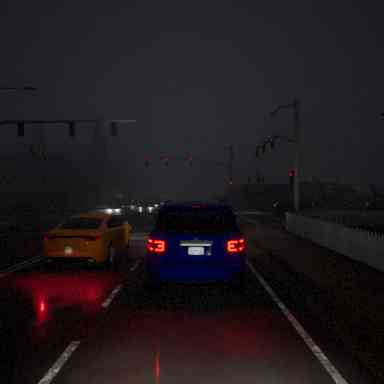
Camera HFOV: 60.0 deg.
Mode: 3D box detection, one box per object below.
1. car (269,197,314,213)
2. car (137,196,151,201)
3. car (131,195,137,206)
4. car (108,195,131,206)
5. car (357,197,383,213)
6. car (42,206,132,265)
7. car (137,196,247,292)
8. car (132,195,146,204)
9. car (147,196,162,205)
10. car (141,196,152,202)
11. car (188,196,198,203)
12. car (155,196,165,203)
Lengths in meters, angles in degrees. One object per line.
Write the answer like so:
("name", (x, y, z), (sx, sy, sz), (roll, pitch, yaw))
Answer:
("car", (10.746, 1.352, 36.100), (4.553, 1.767, 2.097), (0, 0, -1))
("car", (-6.938, 1.526, 51.636), (1.812, 1.442, 4.674), (0, 0, 0))
("car", (-10.428, 1.352, 56.165), (2.097, 1.767, 4.553), (0, 0, 0))
("car", (-10.463, 1.491, 47.037), (2.128, 1.511, 4.902), (0, 0, 0))
("car", (20.529, 1.352, 36.316), (4.553, 1.767, 2.097), (0, 0, -1))
("car", (-3.392, 1.478, 11.674), (1.882, 1.535, 5.008), (0, 0, 0))
("car", (0.087, 1.221, 9.050), (2.150, 2.045, 5.566), (0, 0, 0))
("car", (-10.350, 1.477, 65.378), (1.882, 1.535, 5.008), (0, 0, 1))
("car", (-6.898, 1.547, 61.225), (2.033, 1.411, 5.357), (0, 0, 1))
("car", (-10.292, 1.595, 75.302), (1.895, 1.301, 4.718), (0, 0, 0))
("car", (0.211, 1.540, 73.359), (2.033, 1.411, 5.357), (0, 0, 0))
("car", (-6.804, 1.524, 71.163), (1.812, 1.442, 4.674), (0, 0, 0))
